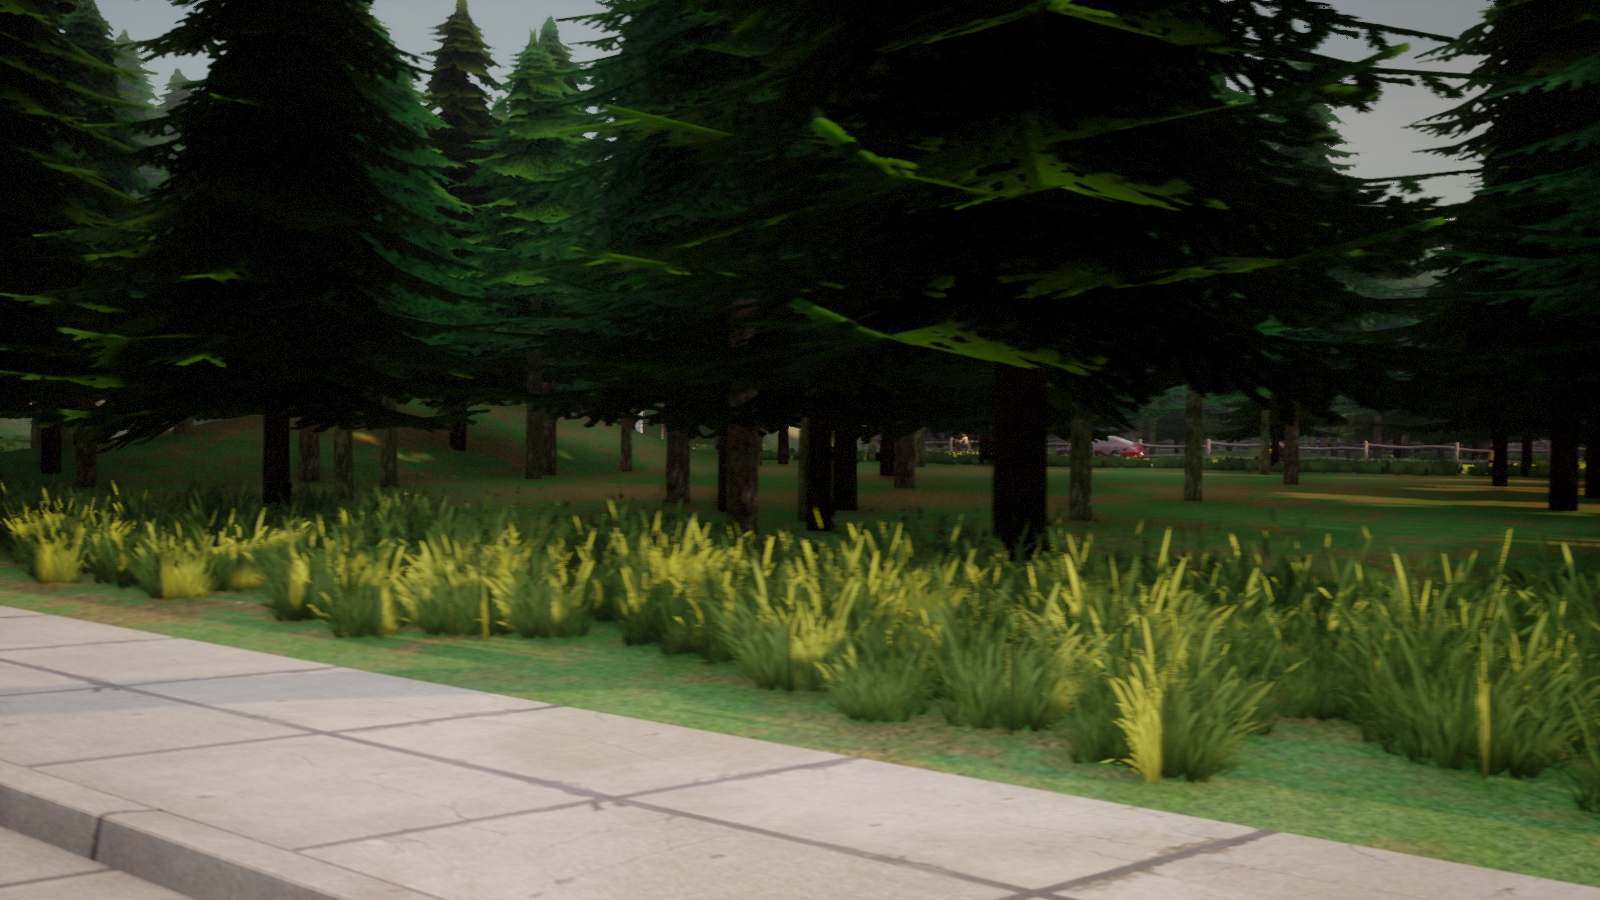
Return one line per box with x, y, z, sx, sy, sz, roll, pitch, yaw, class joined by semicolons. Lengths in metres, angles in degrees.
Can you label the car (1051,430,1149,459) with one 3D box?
15.788;-0.288;66.116;4.674;1.442;1.812;0;1;36;car
